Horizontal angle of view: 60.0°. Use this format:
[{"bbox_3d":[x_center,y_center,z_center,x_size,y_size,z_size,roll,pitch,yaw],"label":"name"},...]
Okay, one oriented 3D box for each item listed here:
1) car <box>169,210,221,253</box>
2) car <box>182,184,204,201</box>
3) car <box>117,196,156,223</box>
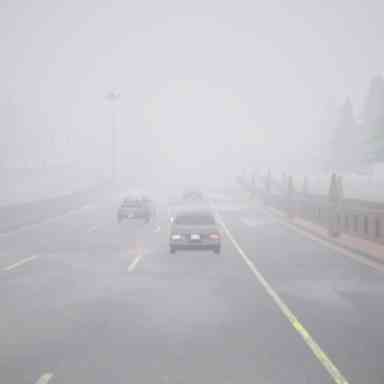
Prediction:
[{"bbox_3d":[0.102,1.399,13.054,2.033,1.411,5.357,0,2,0],"label":"car"},{"bbox_3d":[0.065,-0.053,33.100,1.812,1.442,4.674,0,6,0],"label":"car"},{"bbox_3d":[-3.397,0.989,20.874,2.128,1.511,4.902,0,3,0],"label":"car"}]
